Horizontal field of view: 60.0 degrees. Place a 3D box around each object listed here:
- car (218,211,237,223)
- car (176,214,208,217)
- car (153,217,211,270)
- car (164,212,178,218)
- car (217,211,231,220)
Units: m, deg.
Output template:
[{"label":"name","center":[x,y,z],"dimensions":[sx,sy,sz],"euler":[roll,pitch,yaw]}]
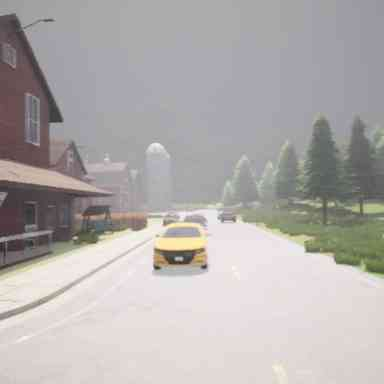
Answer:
[{"label":"car","center":[4.694,3.157,42.951],"dimensions":[2.128,1.511,4.902],"euler":[-1,-2,3]},{"label":"car","center":[0.162,2.435,23.492],"dimensions":[1.837,1.490,4.892],"euler":[-1,-2,3]},{"label":"car","center":[-0.308,1.977,13.177],"dimensions":[1.882,1.535,5.008],"euler":[-1,-2,3]},{"label":"car","center":[-2.132,2.982,36.292],"dimensions":[1.816,1.474,4.193],"euler":[5,-3,0]},{"label":"car","center":[5.116,3.695,53.177],"dimensions":[1.895,1.301,4.718],"euler":[-1,-2,3]}]
